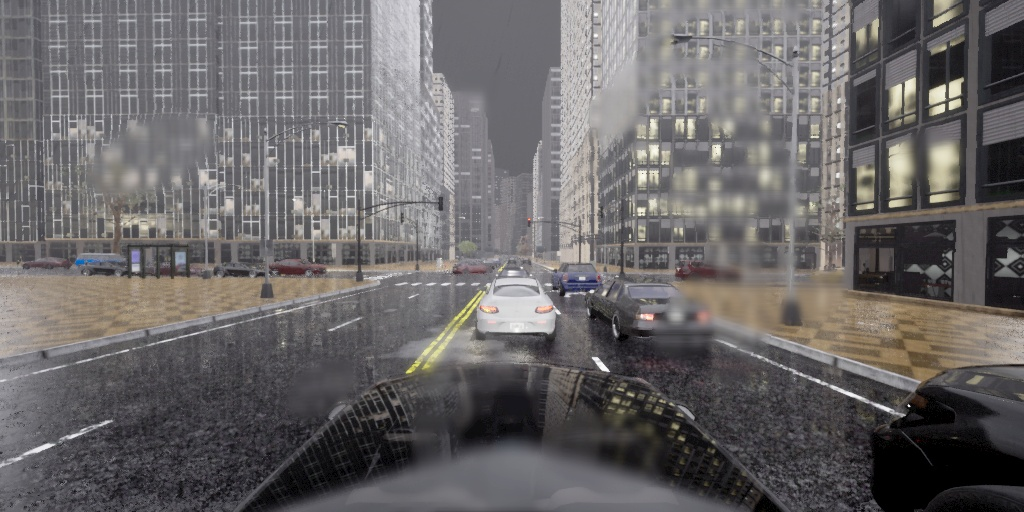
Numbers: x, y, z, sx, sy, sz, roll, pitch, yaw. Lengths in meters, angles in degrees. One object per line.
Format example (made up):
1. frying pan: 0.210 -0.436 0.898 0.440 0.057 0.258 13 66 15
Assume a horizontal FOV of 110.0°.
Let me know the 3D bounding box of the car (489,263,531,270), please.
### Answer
1. car: 0.102 1.288 18.933 2.033 1.411 5.357 0 0 0

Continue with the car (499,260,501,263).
1. car: -3.317 1.304 61.030 1.895 1.301 4.718 0 0 0

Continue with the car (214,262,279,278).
1. car: -22.727 1.174 30.301 4.313 1.339 1.948 0 0 1

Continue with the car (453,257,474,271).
1. car: -6.616 1.068 49.285 2.097 1.767 4.553 0 0 1

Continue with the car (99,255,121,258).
1. car: -34.470 0.950 33.253 4.902 1.511 2.128 0 1 1

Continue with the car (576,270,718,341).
1. car: 3.353 1.293 9.829 2.033 1.411 5.357 0 0 0

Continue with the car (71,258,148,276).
1. car: -34.091 1.069 30.609 4.313 1.339 1.948 0 0 1

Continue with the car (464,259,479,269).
1. car: -6.577 1.211 58.382 1.837 1.490 4.892 0 0 0

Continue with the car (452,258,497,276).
1. car: -4.021 1.234 36.486 4.181 1.385 1.994 0 1 -39

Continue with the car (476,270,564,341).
1. car: 0.100 1.272 9.688 1.812 1.442 4.674 0 0 0

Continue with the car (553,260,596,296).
1. car: 3.353 1.093 19.215 2.097 1.767 4.553 0 0 0

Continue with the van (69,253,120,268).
1. van: -45.281 0.605 39.271 3.998 1.789 1.690 0 0 1

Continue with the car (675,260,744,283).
1. car: 16.198 1.269 29.767 5.009 1.841 2.192 0 0 1

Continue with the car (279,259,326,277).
1. car: -19.732 1.069 32.945 5.008 1.535 1.882 1 1 1

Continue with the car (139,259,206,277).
1. car: -28.411 1.138 30.435 4.207 1.307 1.802 0 0 1

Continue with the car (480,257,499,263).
1. car: -3.334 1.262 51.269 2.033 1.411 5.357 0 0 0

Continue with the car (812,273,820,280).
1. car: 27.647 1.579 29.569 4.829 1.417 1.751 0 0 1

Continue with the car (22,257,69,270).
1. car: -50.963 0.793 39.388 4.207 1.307 1.802 0 0 1
